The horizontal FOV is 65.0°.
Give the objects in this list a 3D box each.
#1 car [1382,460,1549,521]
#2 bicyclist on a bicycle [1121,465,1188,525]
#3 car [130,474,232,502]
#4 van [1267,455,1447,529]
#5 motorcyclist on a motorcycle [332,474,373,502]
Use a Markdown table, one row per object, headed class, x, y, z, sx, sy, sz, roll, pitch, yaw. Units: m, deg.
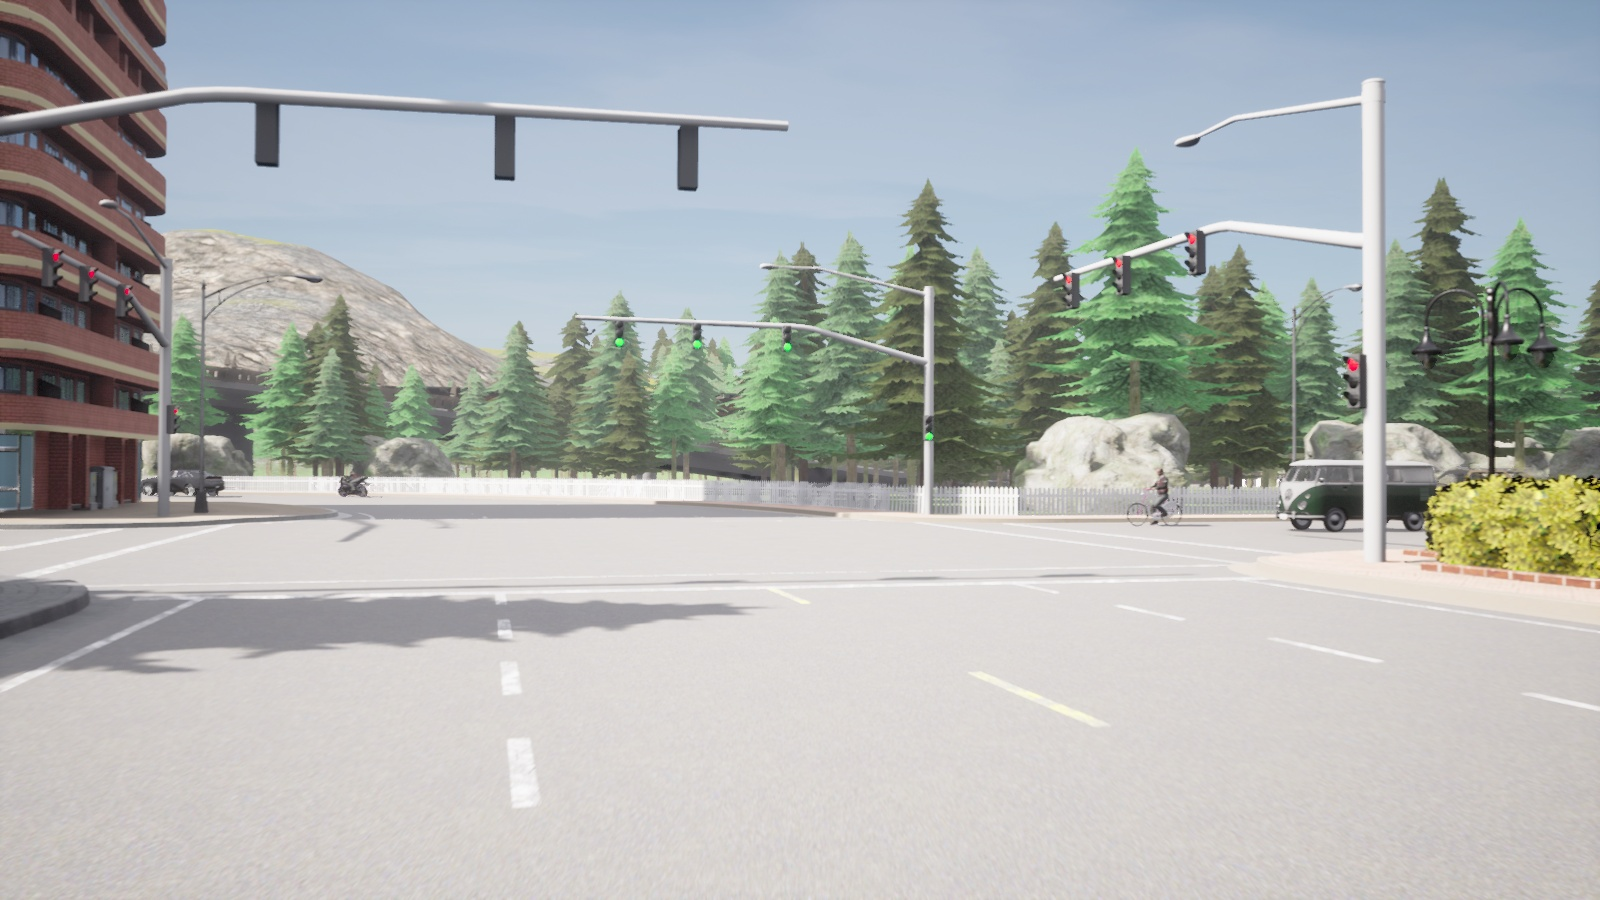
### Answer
| class | x | y | z | sx | sy | sz | roll | pitch | yaw |
| --- | --- | --- | --- | --- | --- | --- | --- | --- | --- |
| car | 21.383 | 1.277 | 40.373 | 4.605 | 1.855 | 1.932 | 0 | -1 | -14 |
| bicyclist on a bicycle | 10.643 | 1.330 | 37.757 | 1.843 | 1.776 | 0.659 | 0 | -1 | -14 |
| car | -34.385 | 2.077 | 69.795 | 4.902 | 1.511 | 2.128 | -1 | -1 | 17 |
| van | 15.669 | 1.153 | 35.382 | 4.442 | 1.987 | 1.775 | 0 | -1 | -14 |
| motorcyclist on a motorcycle | -24.936 | 2.122 | 69.984 | 2.191 | 1.530 | 0.866 | -1 | -1 | 27 |
